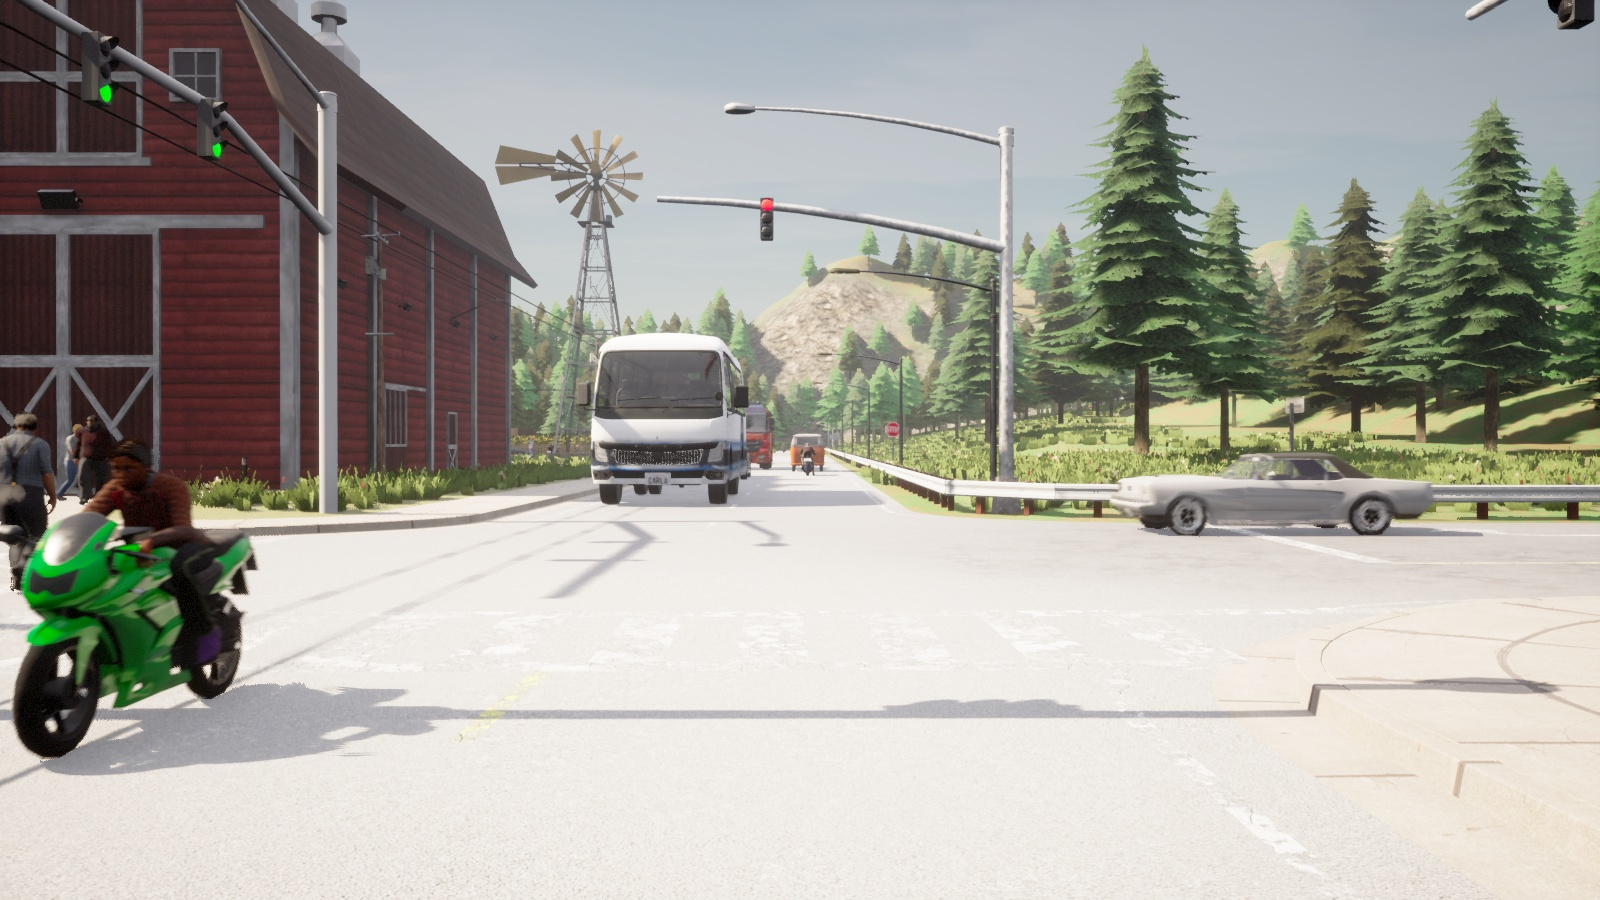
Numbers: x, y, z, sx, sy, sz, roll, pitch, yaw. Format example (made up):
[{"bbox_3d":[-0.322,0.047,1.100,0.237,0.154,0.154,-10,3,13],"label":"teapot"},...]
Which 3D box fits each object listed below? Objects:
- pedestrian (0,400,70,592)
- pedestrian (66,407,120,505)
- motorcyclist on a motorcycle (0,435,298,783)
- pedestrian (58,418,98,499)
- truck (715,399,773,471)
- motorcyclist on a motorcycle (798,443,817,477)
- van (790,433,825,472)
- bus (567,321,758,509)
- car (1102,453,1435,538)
[{"bbox_3d":[-7.683,0.445,12.439,0.540,1.848,0.694,0,0,-6],"label":"pedestrian"},{"bbox_3d":[-13.657,0.114,24.266,0.634,1.844,0.899,0,0,-10],"label":"pedestrian"},{"bbox_3d":[-3.469,0.689,6.537,0.797,1.523,2.044,1,0,3],"label":"motorcyclist on a motorcycle"},{"bbox_3d":[-16.524,0.187,28.755,0.706,1.836,0.354,0,0,0],"label":"pedestrian"},{"bbox_3d":[-3.072,-0.825,71.599,2.891,3.827,8.468,0,0,0],"label":"truck"},{"bbox_3d":[0.346,0.457,57.476,0.866,1.530,2.191,0,0,0],"label":"motorcyclist on a motorcycle"},{"bbox_3d":[0.398,0.125,66.402,1.775,1.987,4.442,0,0,0],"label":"van"},{"bbox_3d":[-3.290,-0.823,33.683,3.944,4.253,10.273,0,0,0],"label":"bus"},{"bbox_3d":[7.517,0.711,20.489,4.718,1.301,1.895,0,0,-1],"label":"car"}]
